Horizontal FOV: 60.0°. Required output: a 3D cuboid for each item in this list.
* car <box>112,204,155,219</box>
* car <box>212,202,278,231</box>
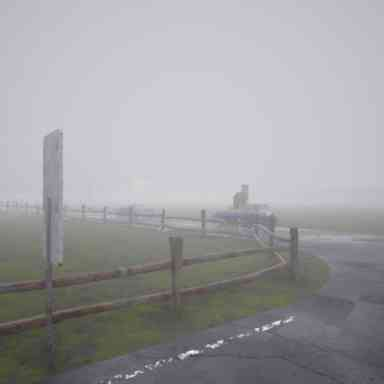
[{"bbox_3d":[-5.771,1.855,32.389,2.033,1.411,5.357,0,-1,-43],"label":"car"},{"bbox_3d":[3.405,1.514,22.368,2.097,1.767,4.553,0,-1,-41],"label":"car"}]
